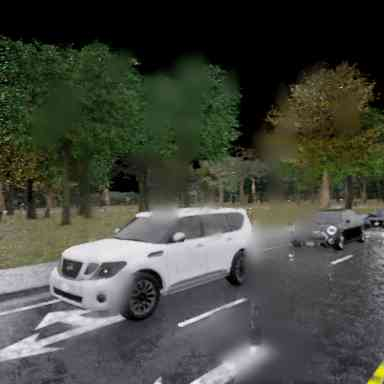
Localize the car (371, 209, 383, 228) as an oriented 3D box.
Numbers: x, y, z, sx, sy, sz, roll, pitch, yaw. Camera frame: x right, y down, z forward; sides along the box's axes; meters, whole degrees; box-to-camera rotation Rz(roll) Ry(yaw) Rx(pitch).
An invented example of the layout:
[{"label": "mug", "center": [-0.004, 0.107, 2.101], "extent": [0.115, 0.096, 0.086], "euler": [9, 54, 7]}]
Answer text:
[{"label": "car", "center": [13.287, 1.872, 22.930], "extent": [1.994, 1.385, 4.181], "euler": [-2, -2, 43]}]

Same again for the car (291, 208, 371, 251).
[{"label": "car", "center": [6.520, 1.620, 15.740], "extent": [2.097, 1.767, 4.553], "euler": [-2, -2, 43]}]

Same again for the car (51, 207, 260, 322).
[{"label": "car", "center": [-0.493, 1.447, 8.271], "extent": [2.150, 2.045, 5.566], "euler": [-2, -2, 43]}]
